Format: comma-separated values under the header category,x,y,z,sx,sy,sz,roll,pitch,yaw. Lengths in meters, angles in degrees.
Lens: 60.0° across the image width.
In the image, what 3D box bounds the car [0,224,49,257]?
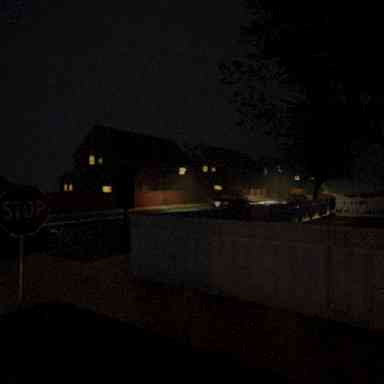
category,x,y,z,sx,sy,sz,roll,pitch,yaw
car,-6.652,1.223,10.561,2.097,1.767,4.553,2,2,12

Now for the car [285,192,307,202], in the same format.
category,x,y,z,sx,sy,sz,roll,pitch,yaw
car,14.550,0.698,46.368,1.994,1.385,4.181,3,2,35

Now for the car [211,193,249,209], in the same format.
category,x,y,z,sx,sy,sz,roll,pitch,yaw
car,3.641,0.884,31.080,2.128,1.511,4.902,3,2,35
